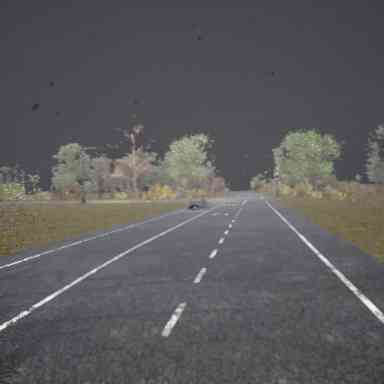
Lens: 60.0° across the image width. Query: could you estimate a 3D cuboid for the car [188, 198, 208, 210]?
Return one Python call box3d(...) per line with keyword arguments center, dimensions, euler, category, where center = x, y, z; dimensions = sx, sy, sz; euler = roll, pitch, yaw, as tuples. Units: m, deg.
box3d(center=(0.796, 1.431, 41.220), dimensions=(2.033, 1.411, 5.357), euler=(-3, 0, 10), category="car")
